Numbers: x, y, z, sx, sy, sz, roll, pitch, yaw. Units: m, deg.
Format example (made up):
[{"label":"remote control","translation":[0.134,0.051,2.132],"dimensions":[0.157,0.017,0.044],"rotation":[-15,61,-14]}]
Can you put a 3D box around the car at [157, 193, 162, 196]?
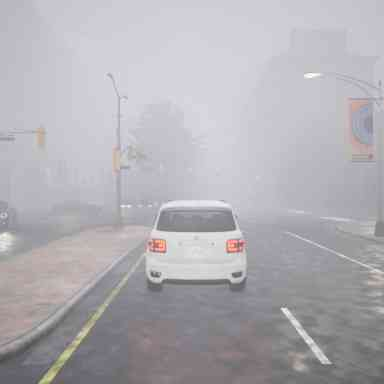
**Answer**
[{"label":"car","translation":[-7.753,1.525,66.873],"dimensions":[1.812,1.442,4.674],"rotation":[0,0,1]}]

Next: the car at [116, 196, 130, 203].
[{"label":"car","translation":[-14.466,1.595,69.824],"dimensions":[1.895,1.301,4.718],"rotation":[0,0,0]}]

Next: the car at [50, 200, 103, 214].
[{"label":"car","translation":[-12.245,1.547,35.451],"dimensions":[5.357,1.411,2.033],"rotation":[0,0,-19]}]

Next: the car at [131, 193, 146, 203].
[{"label":"car","translation":[-11.218,1.225,69.691],"dimensions":[2.150,2.045,5.566],"rotation":[0,0,0]}]

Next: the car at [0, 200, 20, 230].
[{"label":"car","translation":[-12.111,1.352,20.539],"dimensions":[2.097,1.767,4.553],"rotation":[0,0,-20]}]

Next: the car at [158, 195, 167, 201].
[{"label":"car","translation":[-7.649,1.552,86.305],"dimensions":[1.994,1.385,4.181],"rotation":[0,0,0]}]

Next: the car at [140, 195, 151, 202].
[{"label":"car","translation":[-11.175,1.525,80.129],"dimensions":[2.128,1.511,4.902],"rotation":[0,0,0]}]

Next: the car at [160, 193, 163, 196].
[{"label":"car","translation":[-7.690,1.225,76.490],"dimensions":[2.150,2.045,5.566],"rotation":[0,0,0]}]

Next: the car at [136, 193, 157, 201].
[{"label":"car","translation":[-7.845,1.352,57.989],"dimensions":[2.097,1.767,4.553],"rotation":[0,0,0]}]

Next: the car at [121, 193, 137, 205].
[{"label":"car","translation":[-11.326,1.491,59.772],"dimensions":[2.128,1.511,4.902],"rotation":[0,0,1]}]

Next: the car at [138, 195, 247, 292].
[{"label":"car","translation":[0.108,1.221,9.101],"dimensions":[2.150,2.045,5.566],"rotation":[0,0,1]}]
